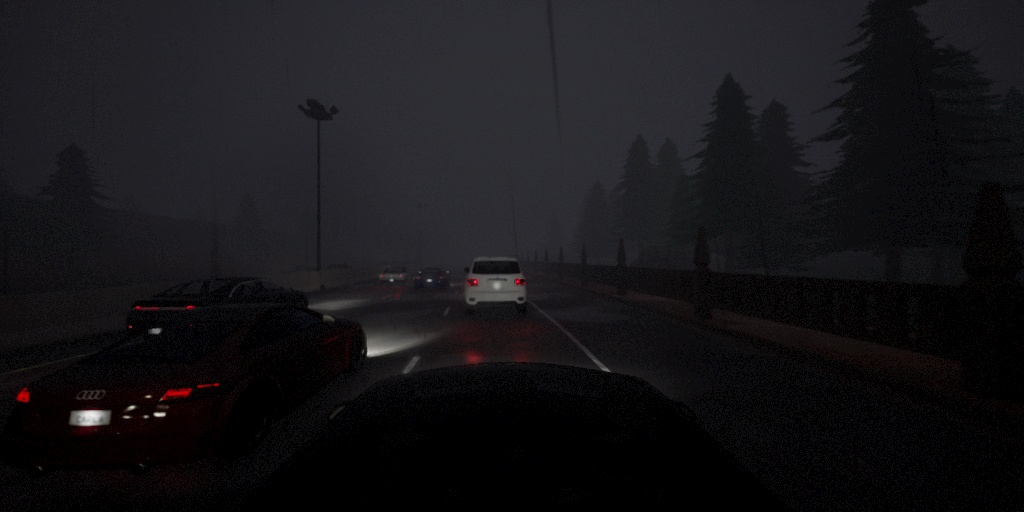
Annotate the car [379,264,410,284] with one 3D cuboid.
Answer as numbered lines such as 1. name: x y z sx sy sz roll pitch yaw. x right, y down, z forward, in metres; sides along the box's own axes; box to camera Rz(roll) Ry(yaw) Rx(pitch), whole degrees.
1. car: -9.166 1.525 28.839 1.895 1.301 4.718 0 0 -6

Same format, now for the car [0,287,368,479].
1. car: -3.637 1.346 5.035 1.994 1.385 4.181 0 0 -2

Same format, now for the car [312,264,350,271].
1. car: -16.970 1.493 34.530 1.837 1.490 4.892 0 -1 -6

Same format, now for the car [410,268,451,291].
1. car: -5.111 1.443 23.360 1.994 1.385 4.181 0 0 -6

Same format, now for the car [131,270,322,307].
1. car: -7.389 1.314 9.703 2.128 1.511 4.902 0 0 -4

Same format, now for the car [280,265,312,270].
1. car: -20.526 1.605 34.889 1.895 1.301 4.718 0 0 -6

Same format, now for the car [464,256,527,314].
1. car: -0.722 1.037 14.377 2.150 2.045 5.566 0 0 -5
